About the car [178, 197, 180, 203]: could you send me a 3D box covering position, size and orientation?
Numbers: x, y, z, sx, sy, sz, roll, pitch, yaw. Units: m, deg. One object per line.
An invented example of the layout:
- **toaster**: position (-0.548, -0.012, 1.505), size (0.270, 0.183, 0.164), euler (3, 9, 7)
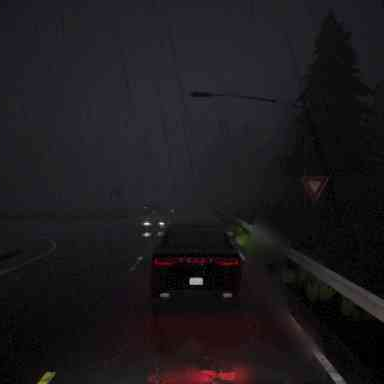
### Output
- **car**: position (-3.479, 1.516, 68.121), size (1.812, 1.442, 4.674), euler (0, 0, 0)

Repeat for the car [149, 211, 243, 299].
- **car**: position (0.088, 1.476, 8.532), size (1.882, 1.535, 5.008), euler (0, 0, 0)

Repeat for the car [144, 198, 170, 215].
- **car**: position (-3.616, 1.596, 33.753), size (1.895, 1.301, 4.718), euler (0, 0, 1)

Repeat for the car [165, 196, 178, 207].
- **car**: position (-3.561, 1.519, 50.066), size (1.812, 1.442, 4.674), euler (0, 0, 0)

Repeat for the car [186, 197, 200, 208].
- **car**: position (0.122, 1.471, 49.277), size (1.882, 1.535, 5.008), euler (0, 0, 0)
